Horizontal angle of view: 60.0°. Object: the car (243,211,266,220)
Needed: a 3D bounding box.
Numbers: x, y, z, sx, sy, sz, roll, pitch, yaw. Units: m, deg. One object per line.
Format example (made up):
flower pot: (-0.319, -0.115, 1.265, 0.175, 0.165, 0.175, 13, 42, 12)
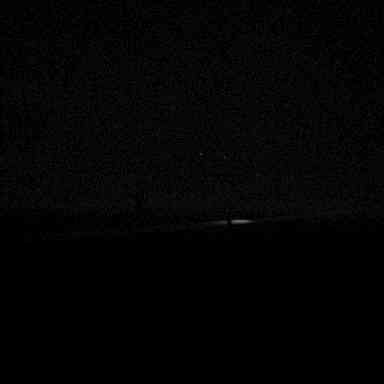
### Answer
car: (9.931, 3.753, 52.910, 1.895, 1.301, 4.718, -2, -3, 35)
